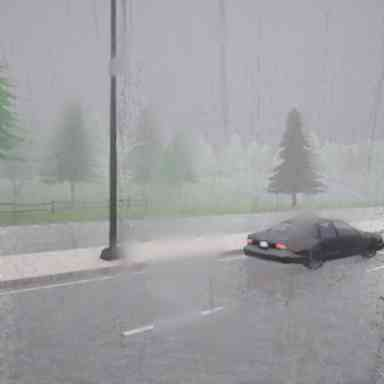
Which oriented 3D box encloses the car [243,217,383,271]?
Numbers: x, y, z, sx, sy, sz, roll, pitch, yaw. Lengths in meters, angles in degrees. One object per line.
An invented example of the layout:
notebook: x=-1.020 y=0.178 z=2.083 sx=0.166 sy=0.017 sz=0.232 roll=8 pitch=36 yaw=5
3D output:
car: x=4.139 y=1.542 z=10.939 sx=5.357 sy=1.411 sz=2.033 roll=0 pitch=0 yaw=-34
